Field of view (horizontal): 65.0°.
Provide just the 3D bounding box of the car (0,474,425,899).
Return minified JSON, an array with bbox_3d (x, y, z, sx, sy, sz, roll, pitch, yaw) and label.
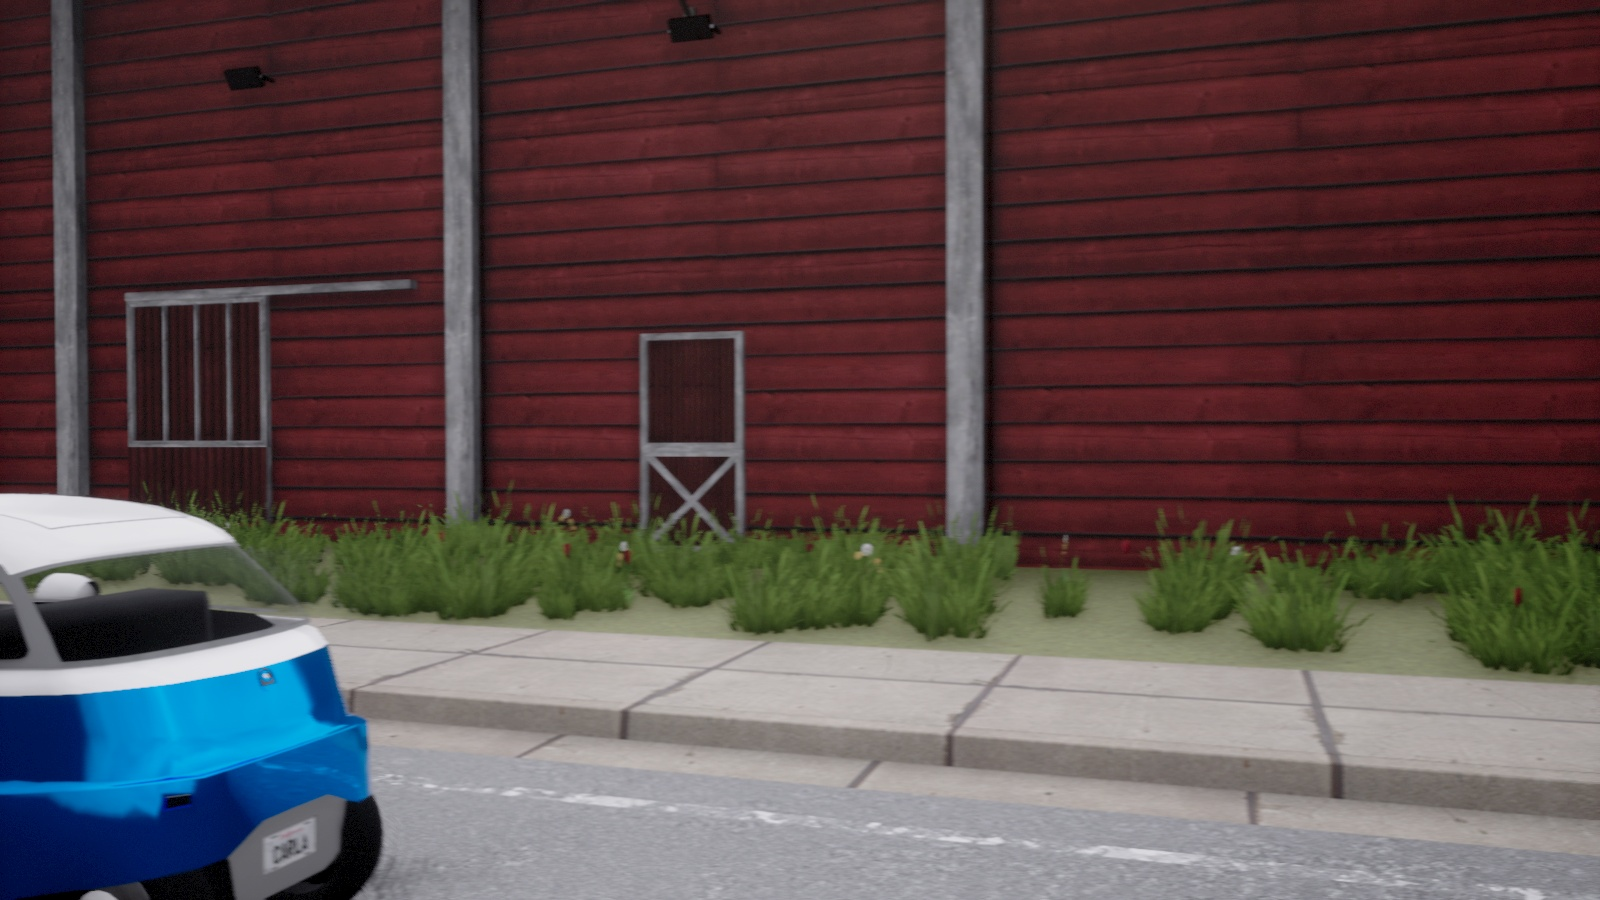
[{"bbox_3d":[-2.604,0.807,4.070,2.207,1.376,1.481,1,1,19],"label":"car"}]
